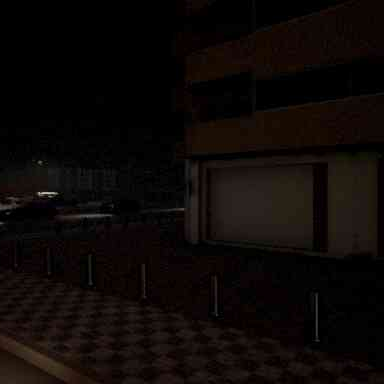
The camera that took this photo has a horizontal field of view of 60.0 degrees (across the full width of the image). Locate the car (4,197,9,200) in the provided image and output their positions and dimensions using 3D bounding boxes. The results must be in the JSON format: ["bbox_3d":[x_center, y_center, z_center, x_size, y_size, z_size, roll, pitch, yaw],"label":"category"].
[{"bbox_3d":[-36.389,1.419,69.611,1.784,1.438,3.905,0,0,35],"label":"car"}]

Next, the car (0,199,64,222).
[{"bbox_3d":[-13.437,1.581,27.600,1.812,1.442,4.674,0,0,35],"label":"car"}]

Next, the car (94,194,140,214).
[{"bbox_3d":[-7.720,1.407,35.774,2.097,1.767,4.553,0,0,35],"label":"car"}]

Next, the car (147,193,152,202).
[{"bbox_3d":[-7.919,1.212,70.901,1.905,1.878,3.866,0,0,35],"label":"car"}]

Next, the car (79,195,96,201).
[{"bbox_3d":[-26.319,1.451,83.883,1.970,1.475,3.806,0,0,35],"label":"car"}]

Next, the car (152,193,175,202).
[{"bbox_3d":[-5.587,1.209,69.185,1.932,1.855,4.605,0,0,35],"label":"car"}]

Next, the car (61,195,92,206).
[{"bbox_3d":[-20.214,1.451,58.202,1.970,1.475,3.806,0,0,35],"label":"car"}]

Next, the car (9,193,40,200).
[{"bbox_3d":[-34.062,1.209,67.886,1.932,1.855,4.605,0,0,35],"label":"car"}]

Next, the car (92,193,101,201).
[{"bbox_3d":[-23.961,1.211,82.202,1.905,1.878,3.866,0,0,35],"label":"car"}]
